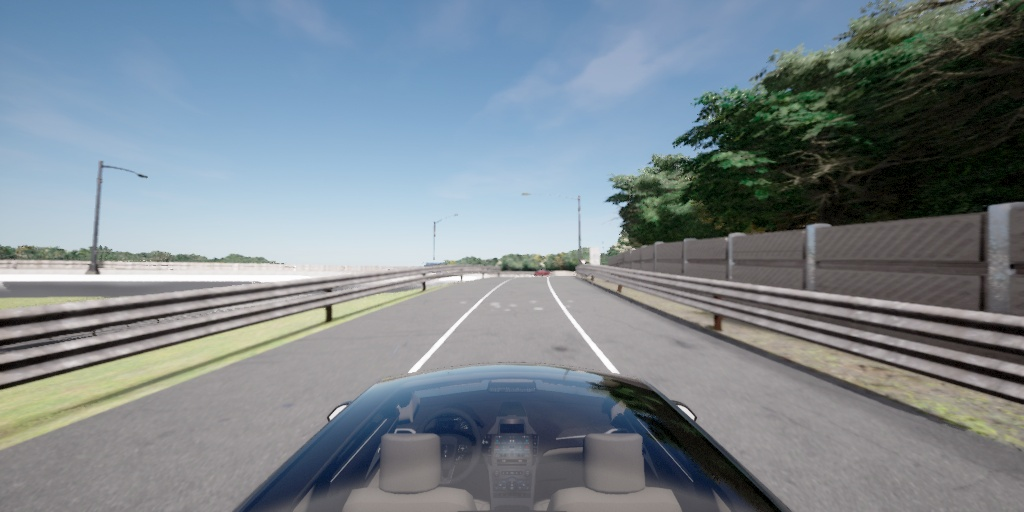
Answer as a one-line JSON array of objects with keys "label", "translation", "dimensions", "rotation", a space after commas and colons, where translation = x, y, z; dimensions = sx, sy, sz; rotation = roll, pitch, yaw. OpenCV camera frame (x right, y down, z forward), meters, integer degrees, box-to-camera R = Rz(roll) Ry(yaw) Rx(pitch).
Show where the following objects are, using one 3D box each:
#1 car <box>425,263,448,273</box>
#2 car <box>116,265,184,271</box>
[{"label": "car", "translation": [-10.791, 2.089, 54.648], "dimensions": [5.566, 2.045, 2.150], "rotation": [3, -4, -42]}, {"label": "car", "translation": [-37.168, 1.255, 37.022], "dimensions": [4.718, 1.301, 1.895], "rotation": [2, -4, -23]}]
